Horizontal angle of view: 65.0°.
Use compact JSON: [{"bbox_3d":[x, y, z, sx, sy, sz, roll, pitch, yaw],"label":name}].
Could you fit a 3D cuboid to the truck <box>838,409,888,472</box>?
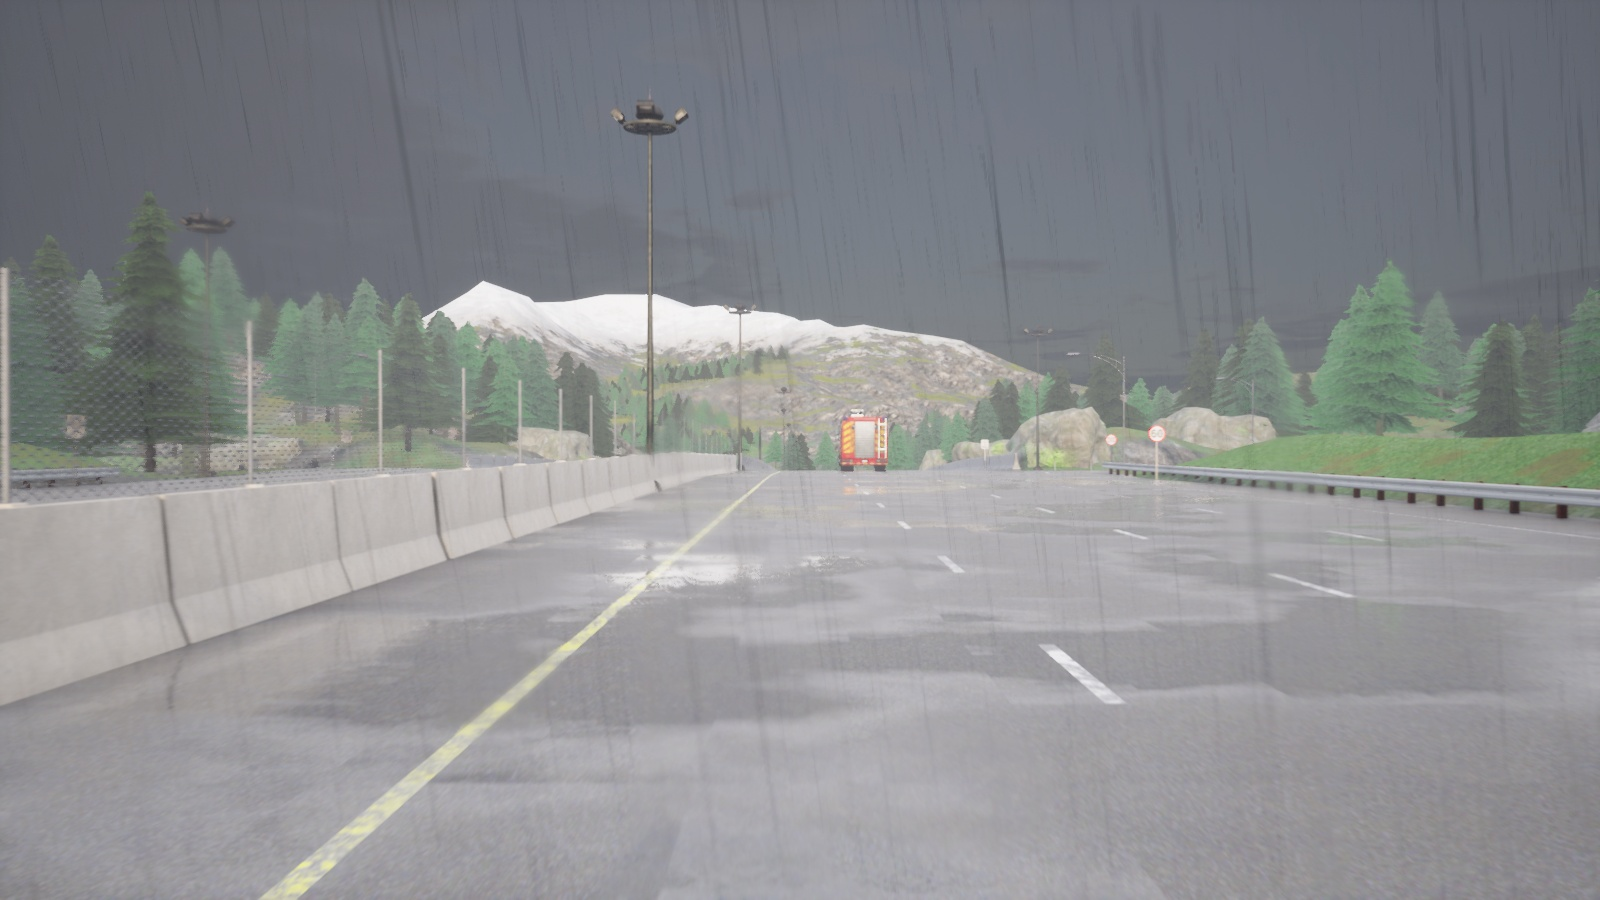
[{"bbox_3d":[4.004,-0.527,81.316,2.891,3.827,8.468,0,-1,1],"label":"truck"}]
